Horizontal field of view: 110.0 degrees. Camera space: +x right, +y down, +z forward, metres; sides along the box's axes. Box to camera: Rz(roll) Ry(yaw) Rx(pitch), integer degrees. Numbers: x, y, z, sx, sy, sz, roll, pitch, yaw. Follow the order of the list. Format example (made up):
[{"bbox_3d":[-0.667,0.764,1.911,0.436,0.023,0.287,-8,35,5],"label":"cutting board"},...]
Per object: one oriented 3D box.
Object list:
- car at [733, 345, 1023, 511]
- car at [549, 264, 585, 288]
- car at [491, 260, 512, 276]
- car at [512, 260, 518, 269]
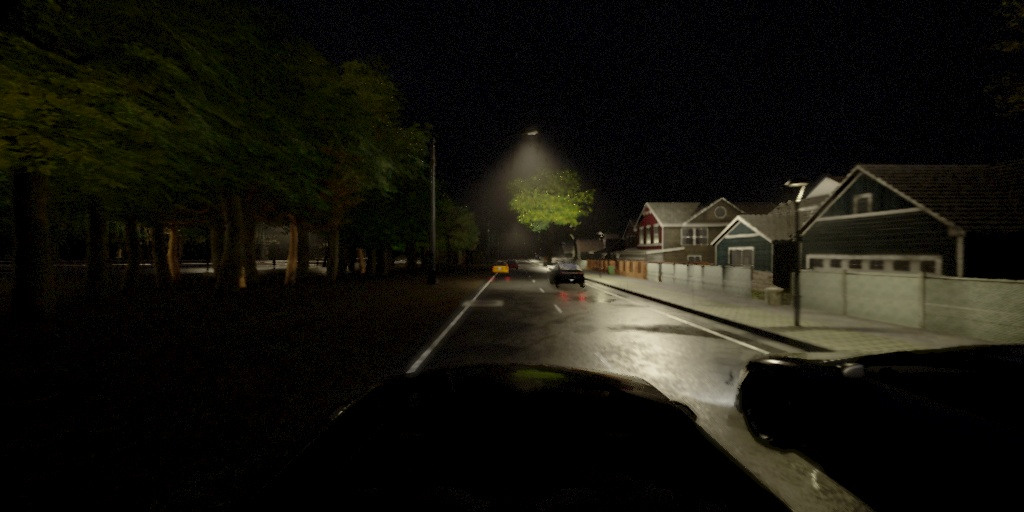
[{"bbox_3d":[3.599,1.315,2.506,1.994,1.385,4.181,0,0,0],"label":"car"},{"bbox_3d":[3.598,1.243,23.914,2.128,1.511,4.902,0,0,0],"label":"car"},{"bbox_3d":[-1.228,1.227,38.029,1.801,1.575,5.366,0,0,0],"label":"car"},{"bbox_3d":[-0.004,1.387,56.477,1.994,1.385,4.181,0,0,0],"label":"car"}]
